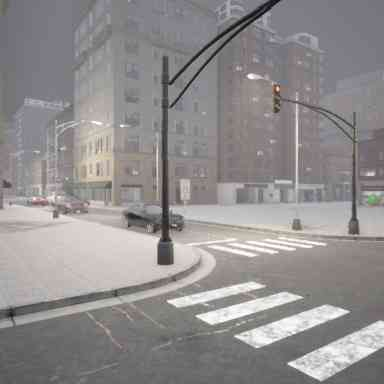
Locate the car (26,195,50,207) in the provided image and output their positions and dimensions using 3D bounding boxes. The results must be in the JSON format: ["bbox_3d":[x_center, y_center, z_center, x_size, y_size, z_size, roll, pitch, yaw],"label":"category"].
[{"bbox_3d":[-21.520,1.369,45.984,1.895,1.301,4.718,0,0,-35],"label":"car"}]

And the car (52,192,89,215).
[{"bbox_3d":[-11.555,1.197,31.893,2.097,1.767,4.553,0,0,-35],"label":"car"}]

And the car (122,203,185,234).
[{"bbox_3d":[-2.312,1.399,18.931,1.882,1.535,5.008,0,0,-35],"label":"car"}]

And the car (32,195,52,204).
[{"bbox_3d":[-25.510,1.269,56.495,2.033,1.411,5.357,0,0,-35],"label":"car"}]

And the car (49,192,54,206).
[{"bbox_3d":[-19.532,0.988,48.135,2.150,2.045,5.566,0,0,-36],"label":"car"}]
